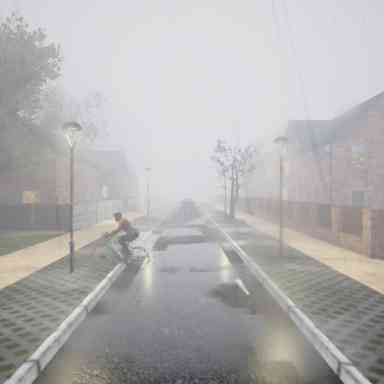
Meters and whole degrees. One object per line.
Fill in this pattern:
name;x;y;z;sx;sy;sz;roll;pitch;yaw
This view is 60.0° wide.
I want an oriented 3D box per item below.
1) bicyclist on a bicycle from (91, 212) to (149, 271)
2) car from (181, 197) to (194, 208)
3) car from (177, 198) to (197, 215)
bicyclist on a bicycle;-2.003;1.403;9.454;1.656;1.620;0.582;4;0;-1
car;-0.669;1.552;48.750;1.812;1.442;4.674;0;0;-1
car;-0.443;1.544;34.671;1.812;1.442;4.674;0;0;-1
